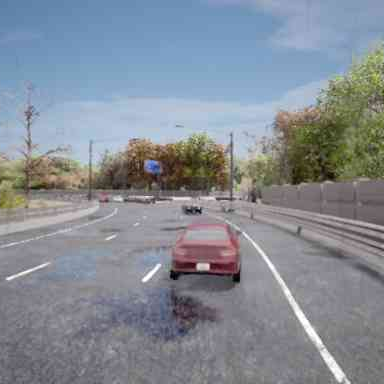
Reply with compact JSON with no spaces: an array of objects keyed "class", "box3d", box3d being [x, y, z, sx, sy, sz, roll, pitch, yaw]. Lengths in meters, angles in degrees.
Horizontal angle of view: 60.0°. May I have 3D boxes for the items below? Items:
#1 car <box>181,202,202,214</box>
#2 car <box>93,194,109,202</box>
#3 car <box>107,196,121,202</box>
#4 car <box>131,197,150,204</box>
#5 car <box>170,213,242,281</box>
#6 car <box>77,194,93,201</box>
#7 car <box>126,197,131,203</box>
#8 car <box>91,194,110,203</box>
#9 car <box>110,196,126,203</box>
[{"class":"car","box3d":[-0.122,1.834,39.009,1.895,1.301,4.718,1,0,-8]},{"class":"car","box3d":[-23.831,1.474,86.958,2.150,2.045,5.566,1,0,-37]},{"class":"car","box3d":[-20.923,1.814,88.904,1.812,1.442,4.674,1,0,-37]},{"class":"car","box3d":[-10.829,1.855,72.408,2.033,1.411,5.357,1,0,-29]},{"class":"car","box3d":[0.511,1.592,10.039,1.812,1.442,4.674,1,0,6]},{"class":"car","box3d":[-26.972,1.433,85.322,2.150,2.045,5.566,1,0,-37]},{"class":"car","box3d":[-15.204,1.838,80.355,2.128,1.511,4.902,1,0,-32]},{"class":"car","box3d":[-21.184,1.778,76.718,1.994,1.385,4.181,1,0,-32]},{"class":"car","box3d":[-17.838,1.866,77.930,1.895,1.301,4.718,1,0,-32]}]
